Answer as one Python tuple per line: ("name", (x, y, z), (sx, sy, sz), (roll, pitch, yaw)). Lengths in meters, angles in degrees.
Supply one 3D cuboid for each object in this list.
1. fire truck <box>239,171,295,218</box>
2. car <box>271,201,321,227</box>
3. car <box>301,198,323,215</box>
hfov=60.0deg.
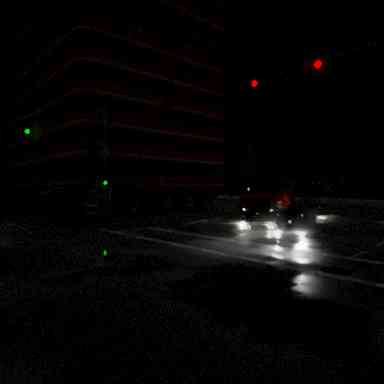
("fire truck", (6.855, 0.199, 29.014), (2.891, 3.827, 8.468), (1, 1, 27))
("car", (7.036, 1.487, 22.155), (1.895, 1.301, 4.718), (0, 0, 30))
("car", (11.396, 1.336, 32.180), (1.882, 1.535, 5.008), (1, 1, 14))
